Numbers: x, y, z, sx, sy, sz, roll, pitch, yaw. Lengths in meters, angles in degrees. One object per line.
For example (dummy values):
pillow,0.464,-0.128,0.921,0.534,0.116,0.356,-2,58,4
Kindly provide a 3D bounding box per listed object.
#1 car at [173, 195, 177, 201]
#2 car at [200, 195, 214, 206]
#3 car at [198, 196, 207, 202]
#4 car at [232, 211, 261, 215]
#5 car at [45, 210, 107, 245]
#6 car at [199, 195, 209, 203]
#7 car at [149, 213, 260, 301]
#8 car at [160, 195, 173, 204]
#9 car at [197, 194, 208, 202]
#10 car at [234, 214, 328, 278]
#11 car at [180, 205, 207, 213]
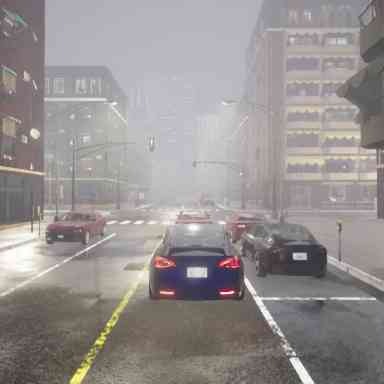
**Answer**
car,-5.356,1.623,87.848,1.887,1.381,4.507,1,0,0
car,2.673,1.577,53.726,1.887,1.381,4.507,1,0,0
car,2.527,1.635,82.175,1.947,1.339,4.313,1,0,0
car,2.565,1.550,15.670,1.887,1.381,4.507,1,0,0
car,-5.282,1.550,15.638,1.887,1.381,4.507,1,0,0
car,2.535,1.493,70.795,1.967,1.590,4.097,1,0,0
car,0.096,1.506,8.381,2.163,1.488,4.792,0,0,0
car,-5.360,1.597,65.090,2.008,1.369,4.403,1,0,0
car,2.572,1.359,63.672,2.192,1.841,5.009,1,0,0
car,2.568,1.569,9.999,1.947,1.339,4.313,1,0,0
car,0.084,1.607,18.104,1.895,1.301,4.718,0,0,0
